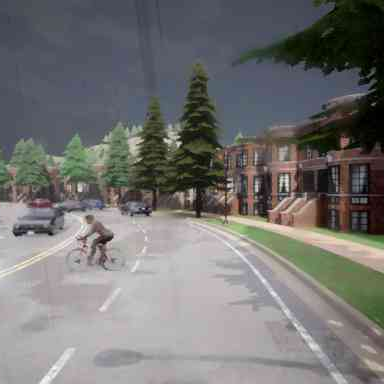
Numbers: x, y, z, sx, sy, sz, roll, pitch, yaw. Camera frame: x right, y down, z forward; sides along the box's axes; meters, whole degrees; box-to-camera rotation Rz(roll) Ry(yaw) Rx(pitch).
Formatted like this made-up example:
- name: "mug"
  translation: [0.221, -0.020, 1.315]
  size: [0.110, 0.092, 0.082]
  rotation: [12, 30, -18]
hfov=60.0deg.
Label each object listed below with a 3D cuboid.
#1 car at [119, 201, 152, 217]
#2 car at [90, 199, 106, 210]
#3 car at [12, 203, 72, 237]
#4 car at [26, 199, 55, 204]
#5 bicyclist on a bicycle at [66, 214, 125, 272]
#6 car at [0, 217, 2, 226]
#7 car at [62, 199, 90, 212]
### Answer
- name: "car"
  translation: [-5.453, 1.547, 31.760]
  size: [2.033, 1.411, 5.357]
  rotation: [0, 0, -27]
- name: "car"
  translation: [-13.021, 1.547, 42.725]
  size: [2.033, 1.411, 5.357]
  rotation: [0, 0, -42]
- name: "car"
  translation: [-8.221, 1.548, 18.377]
  size: [2.033, 1.411, 5.357]
  rotation: [0, 0, -13]
- name: "car"
  translation: [-20.748, 1.601, 45.333]
  size: [4.718, 1.301, 1.895]
  rotation: [0, 0, 39]
- name: "bicyclist on a bicycle"
  translation: [-2.698, 1.452, 9.299]
  size: [1.656, 1.620, 0.582]
  rotation: [0, 0, 0]
- name: "car"
  translation: [-11.492, 1.548, 17.017]
  size: [2.033, 1.411, 5.357]
  rotation: [0, 0, -12]
- name: "car"
  translation: [-13.801, 1.564, 38.150]
  size: [1.994, 1.385, 4.181]
  rotation: [0, 0, -38]
